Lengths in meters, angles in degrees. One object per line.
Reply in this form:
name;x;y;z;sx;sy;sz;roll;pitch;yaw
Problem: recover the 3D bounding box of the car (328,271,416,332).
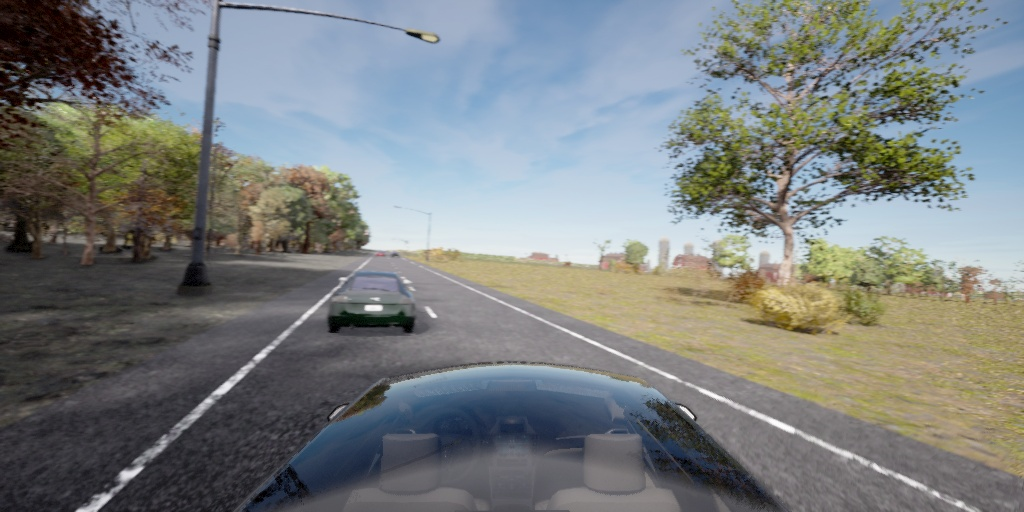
car;-3.785;1.103;9.930;1.994;1.385;4.181;4;0;-20
